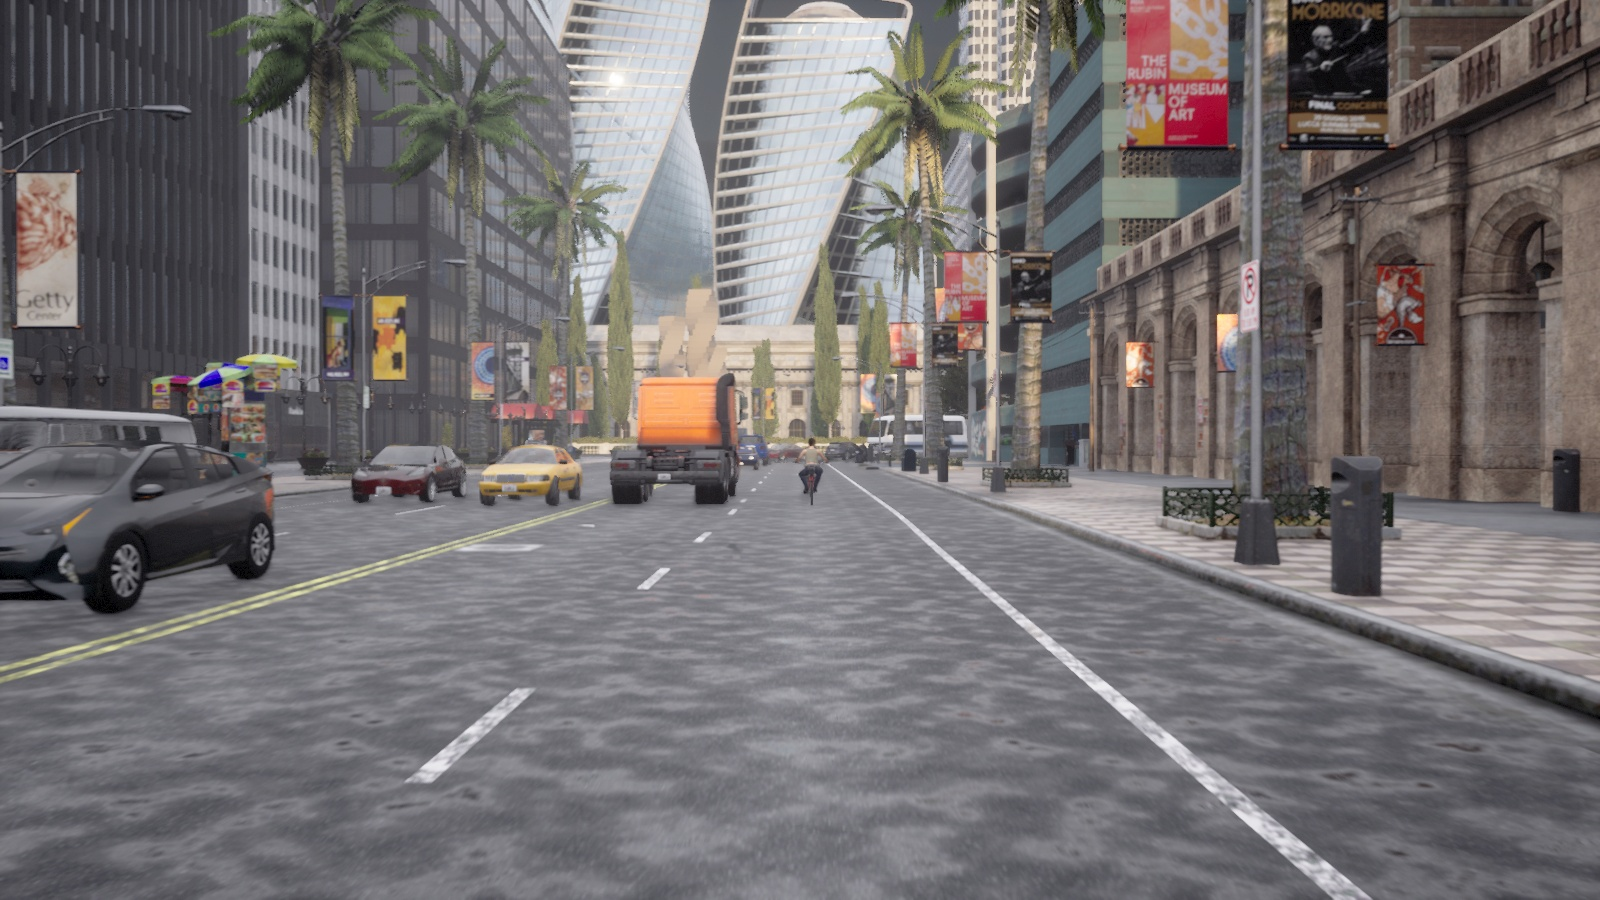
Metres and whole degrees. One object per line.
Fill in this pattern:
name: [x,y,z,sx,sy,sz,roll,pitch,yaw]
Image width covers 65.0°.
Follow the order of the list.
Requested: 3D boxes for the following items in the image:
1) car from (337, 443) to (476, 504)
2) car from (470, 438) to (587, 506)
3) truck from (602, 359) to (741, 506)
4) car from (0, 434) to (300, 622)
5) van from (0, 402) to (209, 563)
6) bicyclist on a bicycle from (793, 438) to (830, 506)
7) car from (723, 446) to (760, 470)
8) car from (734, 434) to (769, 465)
car: [-10.224,0.552,33.039,2.163,1.488,4.792,0,0,0]
car: [-6.722,0.501,31.708,1.801,1.575,5.366,0,0,0]
truck: [-3.223,-0.427,33.606,2.891,3.462,7.936,0,0,0]
car: [-6.872,0.617,12.447,2.007,1.525,4.514,0,0,0]
van: [-10.319,0.390,17.787,1.775,1.987,4.442,0,0,1]
bicyclist on a bicycle: [0.271,0.511,30.516,0.866,1.612,1.509,0,0,0]
car: [-3.299,0.441,71.482,1.895,1.301,4.718,0,0,0]
car: [-3.284,-0.022,86.064,2.150,2.045,5.566,0,0,1]
